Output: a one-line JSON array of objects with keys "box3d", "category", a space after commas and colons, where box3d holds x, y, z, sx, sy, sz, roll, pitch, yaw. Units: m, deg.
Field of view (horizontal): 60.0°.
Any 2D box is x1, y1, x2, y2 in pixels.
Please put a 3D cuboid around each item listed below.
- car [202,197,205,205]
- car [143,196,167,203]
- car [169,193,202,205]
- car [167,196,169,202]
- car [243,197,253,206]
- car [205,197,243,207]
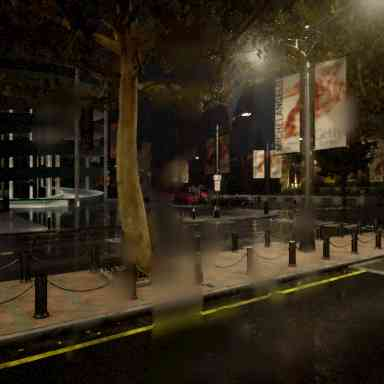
[{"box3d": [1.854, 1.547, 60.713, 2.033, 1.411, 5.357, 0, 0, -36], "category": "car"}, {"box3d": [-7.826, 1.478, 66.762, 5.008, 1.535, 1.882, 0, 0, 42], "category": "car"}, {"box3d": [-1.166, 1.221, 58.921, 2.150, 2.045, 5.566, 0, 0, -36], "category": "car"}, {"box3d": [-4.461, 1.526, 68.535, 1.812, 1.442, 4.674, 0, 0, -44], "category": "car"}, {"box3d": [7.500, 1.491, 52.763, 2.128, 1.511, 4.902, 0, 0, -35], "category": "car"}, {"box3d": [4.743, 1.547, 50.619, 2.033, 1.411, 5.357, 0, 0, -35], "category": "car"}]
